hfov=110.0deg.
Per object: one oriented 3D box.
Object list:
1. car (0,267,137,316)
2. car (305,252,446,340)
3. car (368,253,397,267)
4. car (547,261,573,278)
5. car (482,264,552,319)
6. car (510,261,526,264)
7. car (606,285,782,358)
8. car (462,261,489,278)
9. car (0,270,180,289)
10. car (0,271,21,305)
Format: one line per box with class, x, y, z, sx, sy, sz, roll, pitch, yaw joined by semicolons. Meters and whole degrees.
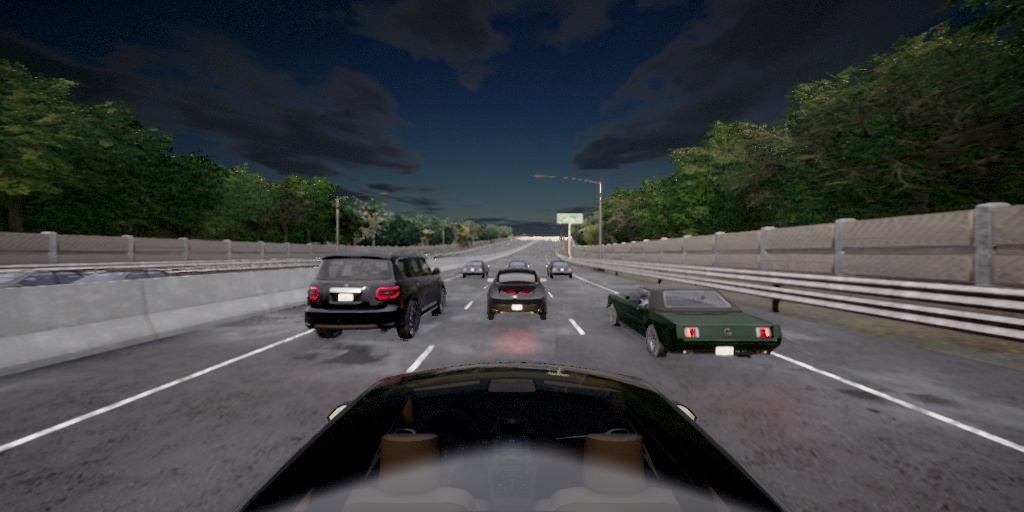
car;-17.530;1.217;13.107;2.033;1.411;5.357;0;0;1
car;-3.357;0.918;9.963;2.150;2.045;5.566;0;0;0
car;-19.808;0.606;55.013;2.150;2.045;5.566;0;1;3
car;3.985;1.116;30.549;2.033;1.411;5.357;0;0;1
car;0.169;1.186;12.527;1.837;1.490;4.892;0;0;1
car;0.482;1.114;30.479;2.033;1.411;5.357;0;0;1
car;3.630;1.310;8.305;1.895;1.301;4.718;0;0;0
car;-3.017;1.111;30.562;2.033;1.411;5.357;0;0;2
car;-14.030;1.219;13.016;2.033;1.411;5.357;0;0;1
car;-21.035;1.274;12.294;1.895;1.301;4.718;0;0;1
